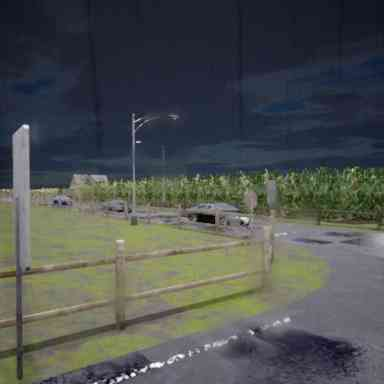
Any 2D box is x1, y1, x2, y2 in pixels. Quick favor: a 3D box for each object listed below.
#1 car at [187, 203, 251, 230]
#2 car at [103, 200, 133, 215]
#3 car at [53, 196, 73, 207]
[{"bbox_3d":[1.658,1.443,21.041,2.128,1.511,4.902,-1,1,-37],"label":"car"},{"bbox_3d":[-7.346,1.463,33.202,1.994,1.385,4.181,-1,1,-36],"label":"car"},{"bbox_3d":[-19.263,1.307,49.445,1.882,1.535,5.008,-1,0,-37],"label":"car"}]
